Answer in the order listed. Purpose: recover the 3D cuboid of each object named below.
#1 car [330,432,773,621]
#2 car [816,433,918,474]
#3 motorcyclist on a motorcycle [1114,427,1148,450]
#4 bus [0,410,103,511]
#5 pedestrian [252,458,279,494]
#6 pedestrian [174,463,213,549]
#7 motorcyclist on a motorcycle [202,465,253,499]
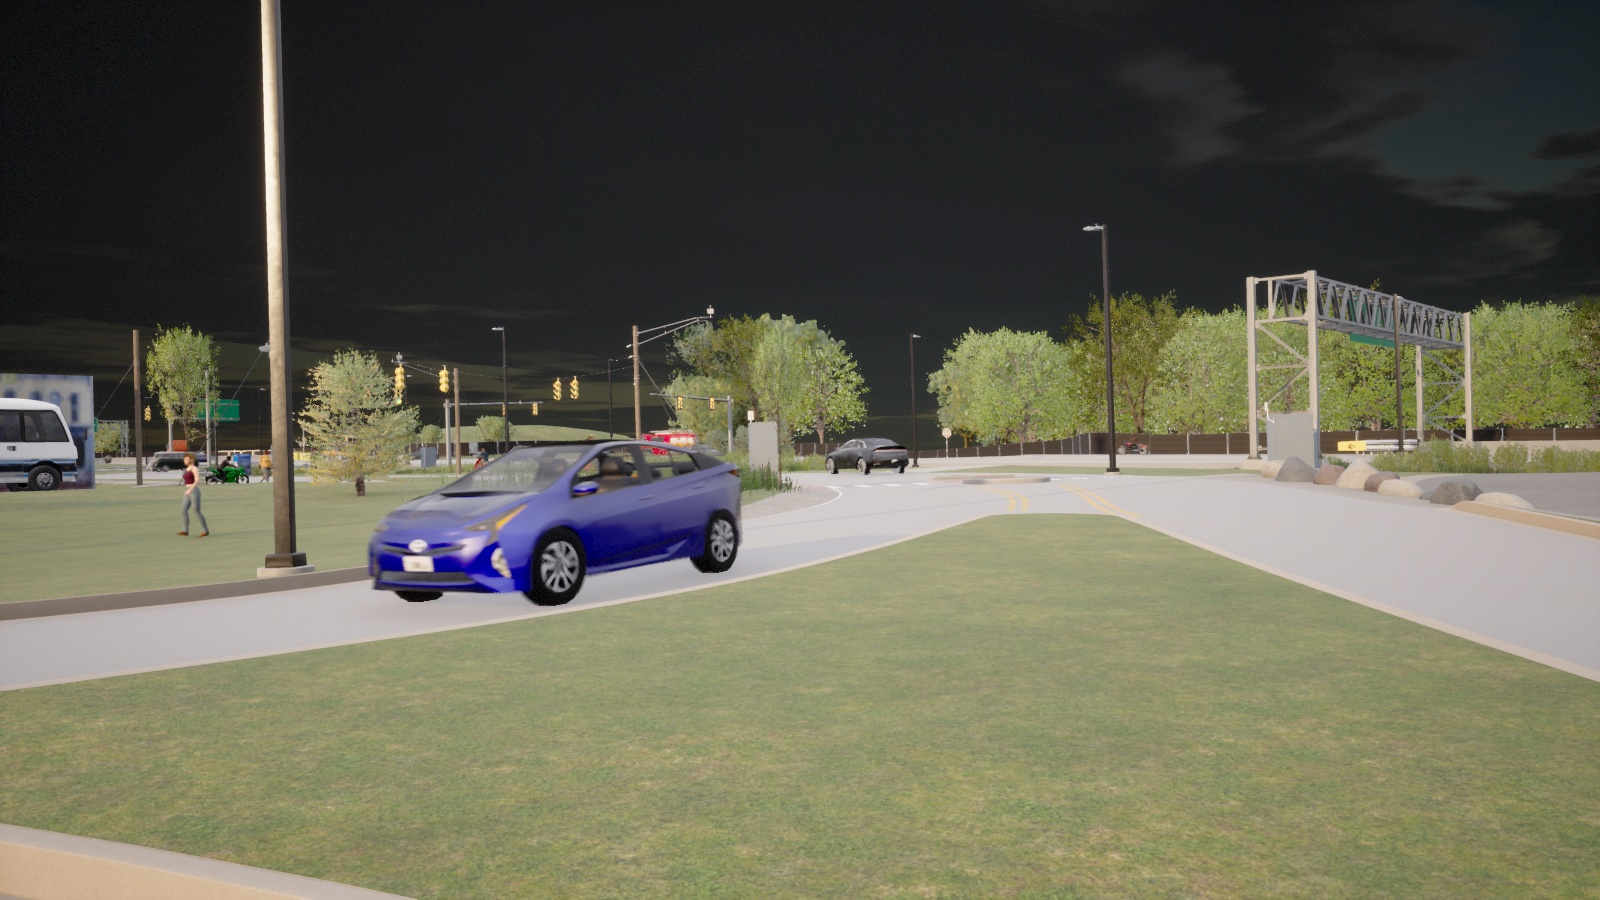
[{"bbox_3d":[-2.324,0.667,13.074,2.007,1.525,4.514,-3,0,29],"label":"car"},{"bbox_3d":[2.685,0.176,51.947,2.128,1.511,4.902,-2,0,-25],"label":"car"},{"bbox_3d":[24.876,-0.839,94.378,2.350,1.649,0.766,-1,0,32],"label":"motorcyclist on a motorcycle"},{"bbox_3d":[-35.867,0.543,53.158,3.944,4.253,10.273,-4,-1,41],"label":"bus"},{"bbox_3d":[-27.894,1.350,65.564,0.900,1.855,0.874,-3,-1,32],"label":"pedestrian"},{"bbox_3d":[-13.214,1.210,27.362,0.345,1.836,0.594,-4,-1,39],"label":"pedestrian"},{"bbox_3d":[-27.925,1.544,61.277,2.044,1.523,0.797,-4,0,-36],"label":"motorcyclist on a motorcycle"}]
